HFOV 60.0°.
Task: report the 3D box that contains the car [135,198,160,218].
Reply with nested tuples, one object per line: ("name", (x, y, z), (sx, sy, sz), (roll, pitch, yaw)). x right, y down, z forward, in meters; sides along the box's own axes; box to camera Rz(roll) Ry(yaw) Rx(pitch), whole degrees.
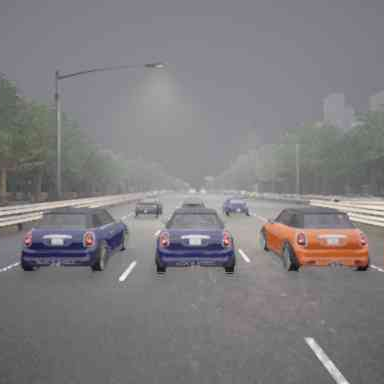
("car", (-3.401, 1.194, 26.949), (2.128, 1.511, 4.902), (0, 1, 0))

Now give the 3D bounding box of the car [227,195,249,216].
("car", (3.601, 1.214, 27.934), (1.812, 1.442, 4.674), (0, 1, 0))

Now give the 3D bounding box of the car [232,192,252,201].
("car", (7.949, 0.729, 53.270), (1.895, 1.301, 4.718), (0, 1, -8))

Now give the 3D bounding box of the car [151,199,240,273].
("car", (0.090, 1.255, 10.516), (2.097, 1.767, 4.553), (0, 1, 0))

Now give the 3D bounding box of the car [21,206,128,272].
("car", (-3.409, 1.254, 10.566), (2.097, 1.767, 4.553), (0, 1, 0))

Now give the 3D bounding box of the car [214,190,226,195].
("car", (7.013, 0.102, 78.373), (2.097, 1.767, 4.553), (0, 1, 0))

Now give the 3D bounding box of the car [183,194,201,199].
("car", (0.100, 1.205, 27.104), (1.837, 1.490, 4.892), (0, 1, 0))

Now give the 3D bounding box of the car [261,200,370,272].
("car", (3.591, 1.254, 10.584), (2.097, 1.767, 4.553), (0, 1, 0))

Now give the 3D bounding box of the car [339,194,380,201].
("car", (14.129, 0.856, 29.298), (2.097, 1.767, 4.553), (0, 0, -22))
